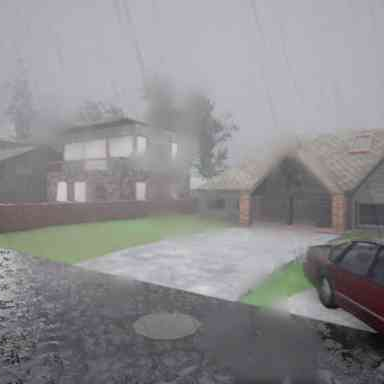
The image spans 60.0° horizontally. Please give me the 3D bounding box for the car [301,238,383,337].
[{"bbox_3d":[3.420,1.457,4.887,2.033,1.415,5.357,0,0,-4],"label":"car"}]
